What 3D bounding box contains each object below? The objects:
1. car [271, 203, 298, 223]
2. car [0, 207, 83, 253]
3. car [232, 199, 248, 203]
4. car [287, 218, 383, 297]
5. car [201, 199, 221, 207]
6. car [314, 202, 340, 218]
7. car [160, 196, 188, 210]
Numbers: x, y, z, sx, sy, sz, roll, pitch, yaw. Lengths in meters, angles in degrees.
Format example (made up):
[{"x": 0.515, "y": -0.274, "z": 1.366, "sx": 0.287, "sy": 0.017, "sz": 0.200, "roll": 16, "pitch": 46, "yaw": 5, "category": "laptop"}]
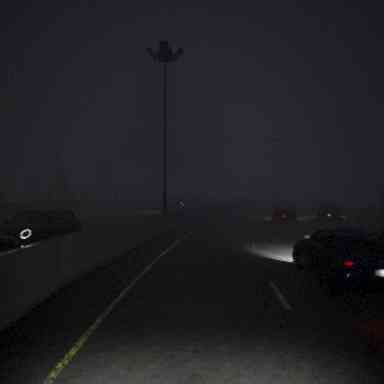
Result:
[{"x": 7.422, "y": 1.638, "z": 26.696, "sx": 1.882, "sy": 1.535, "sz": 5.008, "roll": 0, "pitch": 0, "yaw": 16, "category": "car"}, {"x": -6.207, "y": 1.441, "z": 13.320, "sx": 2.097, "sy": 1.767, "sz": 4.553, "roll": 0, "pitch": 0, "yaw": 8, "category": "car"}, {"x": 7.654, "y": 1.881, "z": 53.146, "sx": 1.812, "sy": 1.442, "sz": 4.674, "roll": -1, "pitch": -1, "yaw": 32, "category": "car"}, {"x": 4.031, "y": 1.621, "z": 8.743, "sx": 1.994, "sy": 1.385, "sz": 4.181, "roll": 0, "pitch": 0, "yaw": 4, "category": "car"}, {"x": 3.114, "y": 1.894, "z": 52.366, "sx": 1.812, "sy": 1.442, "sz": 4.674, "roll": -1, "pitch": -1, "yaw": 30, "category": "car"}, {"x": 12.079, "y": 1.670, "z": 29.715, "sx": 1.837, "sy": 1.490, "sz": 4.892, "roll": -1, "pitch": 0, "yaw": 19, "category": "car"}, {"x": -2.575, "y": 1.586, "z": 49.181, "sx": 2.150, "sy": 2.045, "sz": 5.566, "roll": -1, "pitch": -1, "yaw": 27, "category": "car"}]
